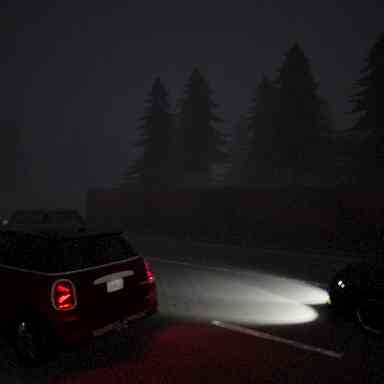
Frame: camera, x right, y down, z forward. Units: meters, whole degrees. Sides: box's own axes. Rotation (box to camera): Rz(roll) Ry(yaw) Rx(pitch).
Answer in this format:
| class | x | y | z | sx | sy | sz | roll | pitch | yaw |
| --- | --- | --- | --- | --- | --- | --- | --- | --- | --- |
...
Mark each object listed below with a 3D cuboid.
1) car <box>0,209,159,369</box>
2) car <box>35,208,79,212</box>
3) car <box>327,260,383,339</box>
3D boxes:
| class | x | y | z | sx | sy | sz | roll | pitch | yaw |
| --- | --- | --- | --- | --- | --- | --- | --- | --- | --- |
| car | -2.832 | 1.367 | 6.011 | 4.553 | 1.767 | 2.097 | 0 | 0 | 35 |
| car | -5.755 | 1.384 | 12.393 | 4.553 | 1.767 | 2.097 | 0 | 0 | 35 |
| car | 4.389 | 1.561 | 5.162 | 4.181 | 1.385 | 1.994 | 0 | 0 | 36 |
